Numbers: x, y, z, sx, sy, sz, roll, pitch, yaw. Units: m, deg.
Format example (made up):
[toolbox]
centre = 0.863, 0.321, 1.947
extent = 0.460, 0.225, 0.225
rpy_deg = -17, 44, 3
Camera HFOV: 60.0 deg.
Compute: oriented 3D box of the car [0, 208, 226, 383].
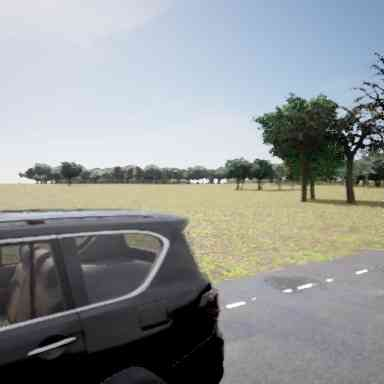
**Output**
[car]
centre = -2.294, 1.215, 2.318
extent = 5.566, 2.045, 2.150
rpy_deg = -1, 1, -35
